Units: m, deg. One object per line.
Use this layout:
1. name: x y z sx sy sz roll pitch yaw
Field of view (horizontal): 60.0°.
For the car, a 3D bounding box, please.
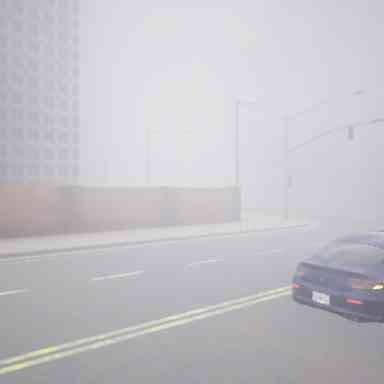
1. car: 3.942 1.514 6.618 4.674 1.442 1.812 0 0 -35
